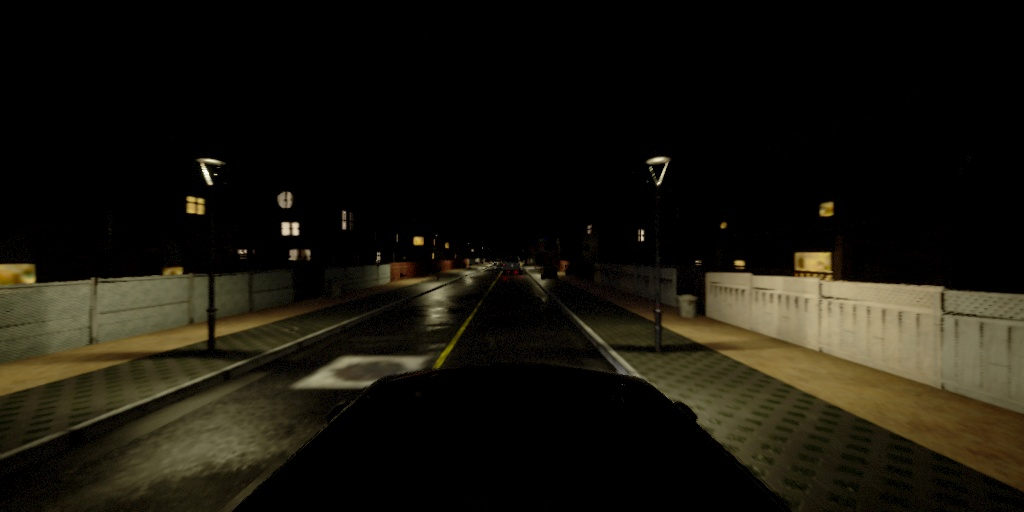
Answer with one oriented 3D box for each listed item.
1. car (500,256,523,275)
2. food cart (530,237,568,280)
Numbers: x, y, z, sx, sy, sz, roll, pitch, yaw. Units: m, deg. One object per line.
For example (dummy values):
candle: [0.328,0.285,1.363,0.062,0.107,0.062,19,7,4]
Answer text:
car: [0.042,1.074,41.667,2.150,2.045,5.566,0,-1,0]
food cart: [3.022,0.295,30.129,2.280,3.560,4.660,0,0,0]
